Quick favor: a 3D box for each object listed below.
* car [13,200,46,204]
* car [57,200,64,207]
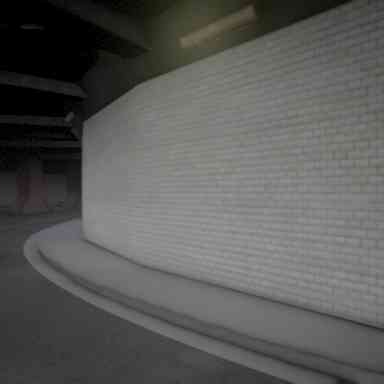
[{"bbox_3d":[-23.383,1.510,47.898,1.882,1.535,5.008,0,0,18],"label":"car"},{"bbox_3d":[-18.545,1.566,51.039,1.812,1.442,4.674,0,0,21],"label":"car"}]
